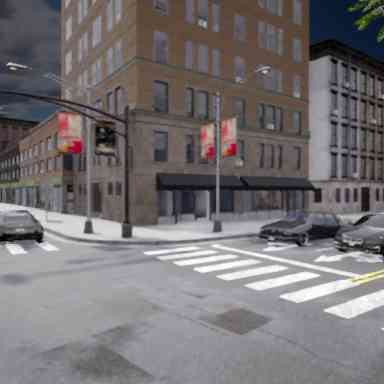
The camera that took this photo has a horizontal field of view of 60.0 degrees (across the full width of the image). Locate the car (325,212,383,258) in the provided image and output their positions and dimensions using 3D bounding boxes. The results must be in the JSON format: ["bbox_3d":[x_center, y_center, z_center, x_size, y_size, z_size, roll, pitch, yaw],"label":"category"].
[{"bbox_3d":[7.527,1.583,13.022,4.892,1.490,1.837,1,0,-36],"label":"car"}]

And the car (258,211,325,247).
[{"bbox_3d":[5.548,1.614,15.647,5.357,1.411,2.033,1,0,-35],"label":"car"}]

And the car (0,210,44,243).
[{"bbox_3d":[-8.227,1.544,15.443,1.994,1.385,4.181,0,0,-34],"label":"car"}]
